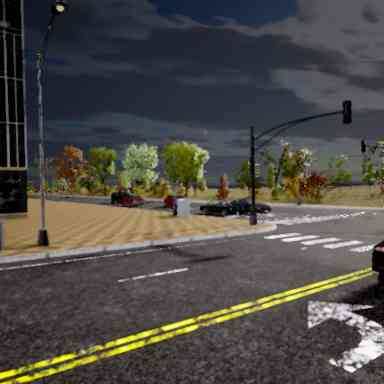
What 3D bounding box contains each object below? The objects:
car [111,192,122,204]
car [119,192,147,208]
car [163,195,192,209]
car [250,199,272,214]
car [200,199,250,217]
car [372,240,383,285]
[{"bbox_3d":[-13.056,1.025,60.865,2.150,2.045,5.566,-2,1,-33],"label":"car"},{"bbox_3d":[-8.092,1.252,47.098,2.097,1.767,4.553,-2,1,-33],"label":"car"},{"bbox_3d":[-1.922,1.171,43.550,2.097,1.767,4.553,-2,0,-33],"label":"car"},{"bbox_3d":[5.295,1.356,32.437,2.033,1.411,5.357,-2,1,-33],"label":"car"},{"bbox_3d":[2.734,1.491,30.416,1.895,1.301,4.718,-2,1,-33],"label":"car"},{"bbox_3d":[6.130,1.394,7.814,4.902,1.511,2.128,-1,0,-36],"label":"car"}]
